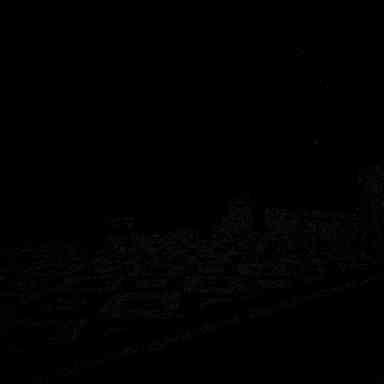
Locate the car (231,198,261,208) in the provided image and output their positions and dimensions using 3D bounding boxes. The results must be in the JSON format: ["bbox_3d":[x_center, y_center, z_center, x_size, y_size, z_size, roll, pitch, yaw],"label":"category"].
[{"bbox_3d":[7.919,1.605,49.451,1.994,1.385,4.181,2,-1,-35],"label":"car"}]

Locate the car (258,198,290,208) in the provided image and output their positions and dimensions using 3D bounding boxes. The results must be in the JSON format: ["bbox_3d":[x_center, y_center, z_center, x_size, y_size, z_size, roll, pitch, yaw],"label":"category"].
[{"bbox_3d":[12.893,1.724,52.547,1.752,1.417,4.829,2,-1,-36],"label":"car"}]

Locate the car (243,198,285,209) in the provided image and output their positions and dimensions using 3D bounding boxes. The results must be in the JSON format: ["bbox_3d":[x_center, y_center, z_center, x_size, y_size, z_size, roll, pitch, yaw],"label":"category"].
[{"bbox_3d":[9.252,1.510,42.991,1.887,1.381,4.507,2,-1,-36],"label":"car"}]

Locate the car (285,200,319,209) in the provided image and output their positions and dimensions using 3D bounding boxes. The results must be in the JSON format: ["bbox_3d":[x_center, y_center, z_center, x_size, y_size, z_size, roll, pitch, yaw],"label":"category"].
[{"bbox_3d":[16.185,1.761,47.946,1.947,1.339,4.313,2,-1,-36],"label":"car"}]

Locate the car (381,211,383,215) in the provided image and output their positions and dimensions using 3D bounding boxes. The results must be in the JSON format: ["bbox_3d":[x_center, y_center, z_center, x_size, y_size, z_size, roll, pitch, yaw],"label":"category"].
[{"bbox_3d":[18.816,1.395,29.631,1.967,1.590,4.097,2,-1,-37],"label":"car"}]

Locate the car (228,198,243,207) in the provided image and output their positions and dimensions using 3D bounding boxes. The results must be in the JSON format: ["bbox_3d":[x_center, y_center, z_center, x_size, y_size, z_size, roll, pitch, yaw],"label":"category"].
[{"bbox_3d":[6.158,1.493,47.316,1.752,1.417,4.829,2,-1,-36],"label":"car"}]

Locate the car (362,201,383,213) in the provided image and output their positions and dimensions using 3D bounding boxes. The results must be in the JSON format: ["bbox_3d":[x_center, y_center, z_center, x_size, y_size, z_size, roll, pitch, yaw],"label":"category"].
[{"bbox_3d":[22.570,1.755,39.022,1.947,1.339,4.313,2,-1,-36],"label":"car"}]

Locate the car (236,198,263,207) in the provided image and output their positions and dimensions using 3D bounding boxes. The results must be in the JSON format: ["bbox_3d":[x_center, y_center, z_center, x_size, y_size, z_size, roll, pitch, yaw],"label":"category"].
[{"bbox_3d":[9.799,1.753,56.871,2.008,1.369,4.403,2,-1,-36],"label":"car"}]

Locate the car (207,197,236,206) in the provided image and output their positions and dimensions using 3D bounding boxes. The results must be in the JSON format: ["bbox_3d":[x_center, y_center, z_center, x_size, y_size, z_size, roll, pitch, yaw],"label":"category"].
[{"bbox_3d":[5.138,1.677,58.725,2.033,1.411,5.357,2,-1,-35],"label":"car"}]

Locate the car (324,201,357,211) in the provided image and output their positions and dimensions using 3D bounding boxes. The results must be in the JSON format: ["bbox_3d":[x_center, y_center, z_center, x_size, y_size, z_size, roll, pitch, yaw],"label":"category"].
[{"bbox_3d":[19.377,1.774,43.484,1.802,1.307,4.206,2,-1,-36],"label":"car"}]
